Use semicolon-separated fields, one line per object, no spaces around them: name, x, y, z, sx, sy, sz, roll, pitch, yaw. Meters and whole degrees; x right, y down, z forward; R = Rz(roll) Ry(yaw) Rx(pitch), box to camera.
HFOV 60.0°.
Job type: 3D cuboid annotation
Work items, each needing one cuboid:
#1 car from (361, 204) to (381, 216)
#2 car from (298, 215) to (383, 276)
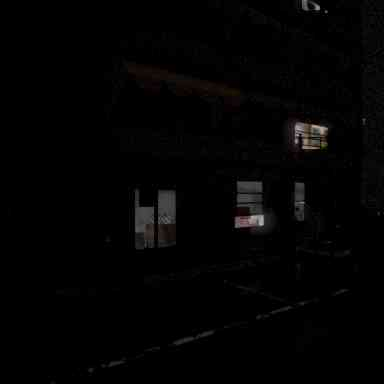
car;16.065;1.803;33.189;2.128;1.511;4.902;0;-1;-36
car;5.071;1.582;10.257;4.206;1.307;1.802;0;0;-36
